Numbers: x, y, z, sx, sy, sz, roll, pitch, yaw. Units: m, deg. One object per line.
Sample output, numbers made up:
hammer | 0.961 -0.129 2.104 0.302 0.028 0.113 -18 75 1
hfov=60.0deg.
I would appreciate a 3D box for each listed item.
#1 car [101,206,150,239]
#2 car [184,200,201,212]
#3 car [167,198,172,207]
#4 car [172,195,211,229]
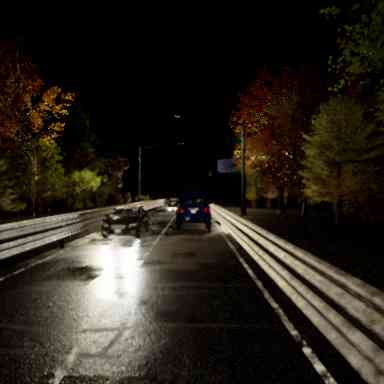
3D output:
car | -3.342 1.498 17.424 2.128 1.511 4.902 0 0 0
car | 0.115 1.764 42.396 2.033 1.411 5.357 0 -1 0
car | -3.287 1.881 58.638 2.128 1.511 4.902 0 -1 0
car | 0.091 1.238 22.077 2.150 2.045 5.566 -1 0 0
